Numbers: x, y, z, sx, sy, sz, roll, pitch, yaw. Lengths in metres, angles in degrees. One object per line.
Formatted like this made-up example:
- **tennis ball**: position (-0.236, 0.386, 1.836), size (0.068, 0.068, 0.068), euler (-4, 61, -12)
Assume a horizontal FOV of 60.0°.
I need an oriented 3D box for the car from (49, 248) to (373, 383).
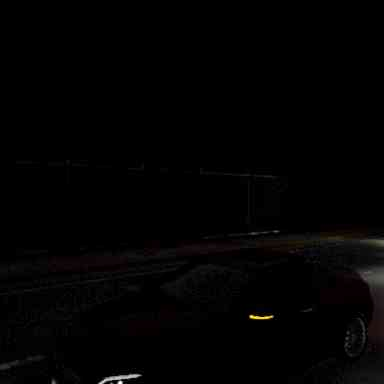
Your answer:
- **car**: position (0.628, 1.558, 4.444), size (4.674, 1.442, 1.812), euler (1, 0, -36)
